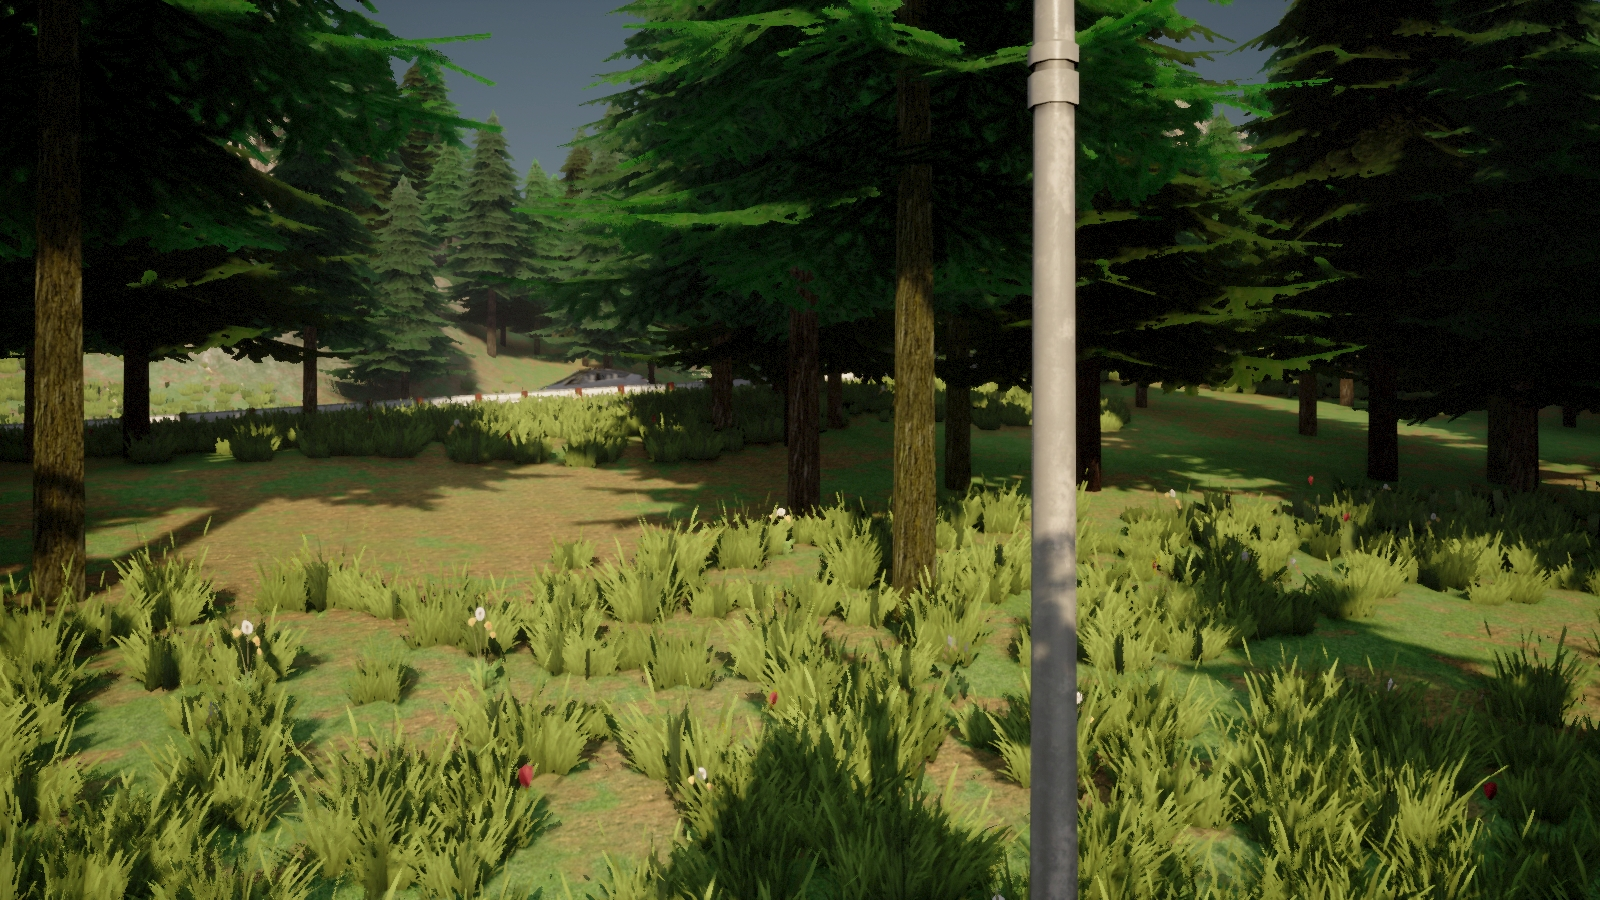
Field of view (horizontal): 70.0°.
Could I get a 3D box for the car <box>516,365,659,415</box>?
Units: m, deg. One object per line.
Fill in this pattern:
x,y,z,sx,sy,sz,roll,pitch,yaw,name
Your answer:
-7.955,-2.256,42.817,4.792,1.488,2.163,-5,2,-26,car
